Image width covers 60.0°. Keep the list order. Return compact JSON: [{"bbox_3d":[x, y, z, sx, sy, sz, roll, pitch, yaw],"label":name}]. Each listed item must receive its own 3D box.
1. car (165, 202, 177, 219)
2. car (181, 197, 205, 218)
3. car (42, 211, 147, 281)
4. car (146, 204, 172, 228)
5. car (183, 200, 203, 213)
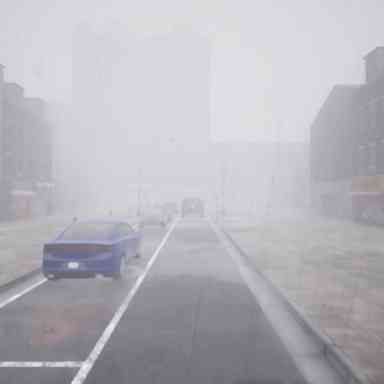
[{"bbox_3d":[-2.611,1.783,28.977,1.947,1.339,4.313,0,0,0],"label":"car"},{"bbox_3d":[0.090,1.469,33.094,2.150,2.045,5.566,0,-1,1],"label":"car"},{"bbox_3d":[-2.740,1.555,10.165,1.882,1.535,5.008,0,0,0],"label":"car"},{"bbox_3d":[-2.616,1.759,23.525,1.802,1.307,4.206,0,0,0],"label":"car"},{"bbox_3d":[0.201,1.821,44.001,2.128,1.511,4.902,0,0,5],"label":"car"}]
